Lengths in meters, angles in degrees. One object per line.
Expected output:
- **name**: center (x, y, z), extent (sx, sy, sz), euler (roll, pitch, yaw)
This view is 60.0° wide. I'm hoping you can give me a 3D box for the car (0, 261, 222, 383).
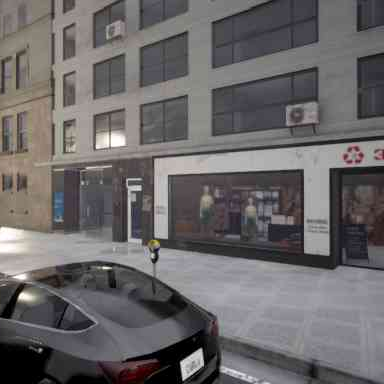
- **car**: center (-1.684, 1.566, 4.176), extent (4.313, 1.339, 1.947), euler (0, 0, 36)
